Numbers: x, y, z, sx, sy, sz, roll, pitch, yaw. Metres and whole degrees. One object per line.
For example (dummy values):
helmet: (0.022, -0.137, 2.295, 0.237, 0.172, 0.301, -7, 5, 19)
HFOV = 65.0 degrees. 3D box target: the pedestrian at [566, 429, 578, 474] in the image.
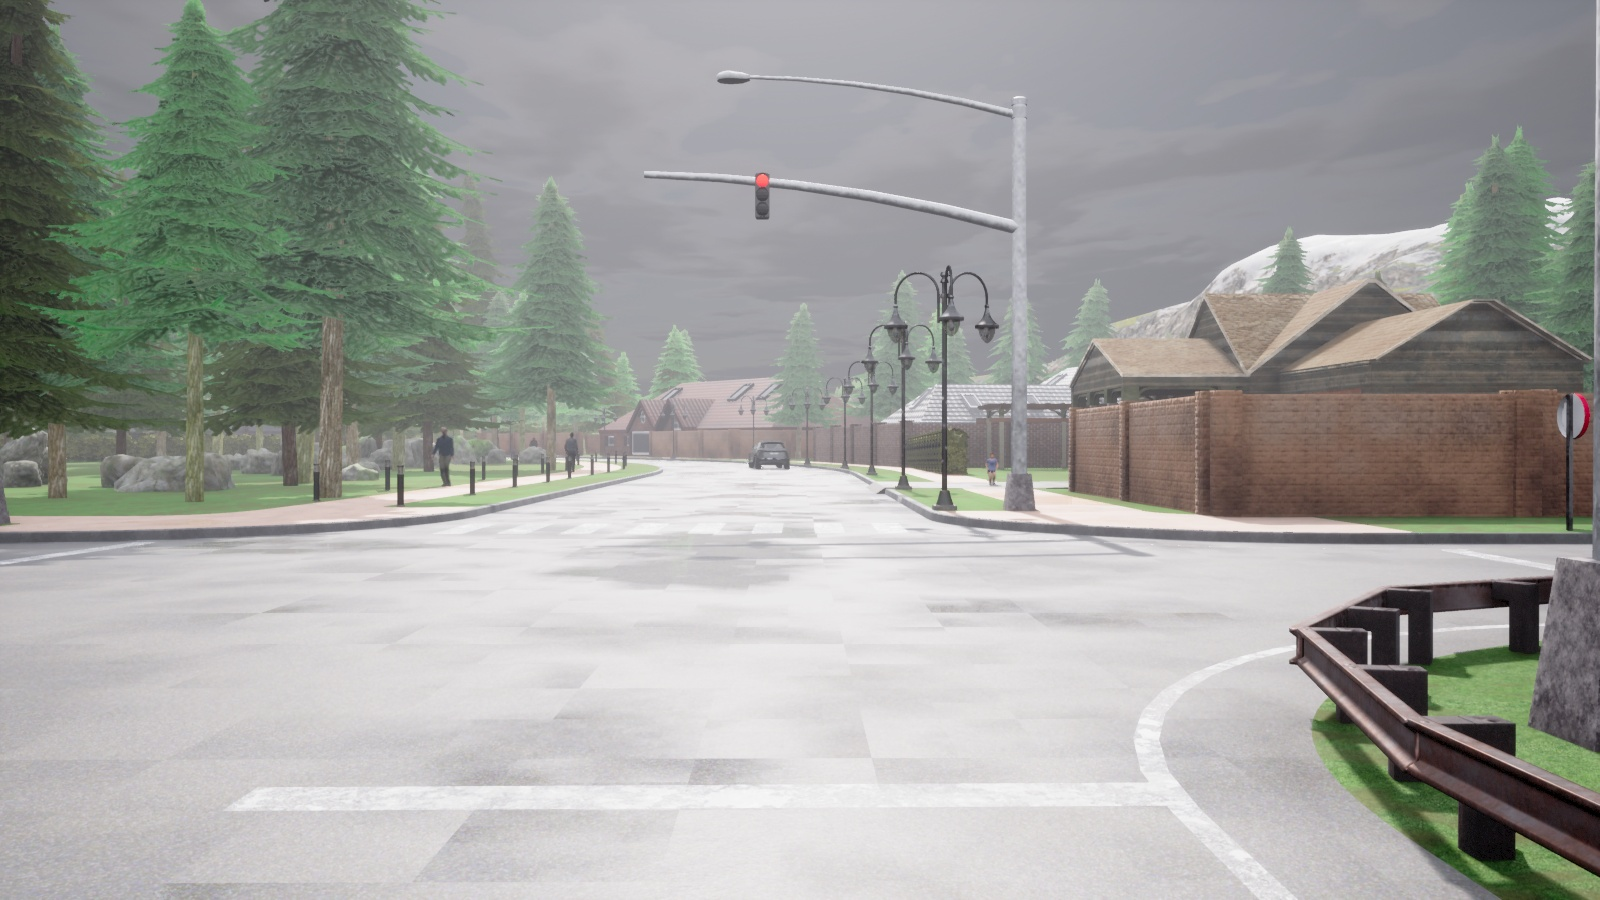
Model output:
pedestrian: (-9.903, 0.056, 54.596, 0.423, 1.949, 0.788, 0, 0, -2)

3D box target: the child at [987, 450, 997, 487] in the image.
child: (5.817, 0.552, 38.008, 0.255, 1.110, 0.394, 0, 0, 2)

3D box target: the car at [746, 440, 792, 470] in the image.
car: (-1.806, 0.242, 71.561, 2.033, 1.649, 4.856, 0, 0, -9)

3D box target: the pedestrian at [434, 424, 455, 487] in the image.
pedestrian: (-10.552, 0.153, 37.305, 0.402, 1.842, 0.726, 0, 0, 0)
